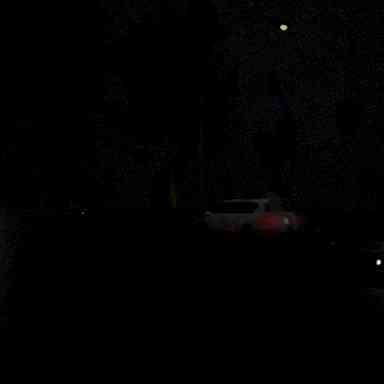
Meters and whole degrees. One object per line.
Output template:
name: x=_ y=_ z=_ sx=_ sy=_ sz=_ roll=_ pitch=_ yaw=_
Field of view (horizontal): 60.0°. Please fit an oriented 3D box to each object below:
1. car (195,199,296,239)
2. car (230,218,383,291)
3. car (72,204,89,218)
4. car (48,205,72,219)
car: x=2.397 y=1.352 z=16.118 sx=2.150 sy=2.045 sz=5.566 roll=0 pitch=-1 yaw=-35
car: x=3.454 y=1.647 z=9.443 sx=1.895 sy=1.301 sz=4.718 roll=0 pitch=-1 yaw=-35
car: x=-13.494 y=2.153 z=38.922 sx=1.837 sy=1.490 sz=4.892 roll=0 pitch=-1 yaw=-35
car: x=-15.021 y=2.170 z=36.007 sx=2.033 sy=1.411 sz=5.357 roll=0 pitch=-1 yaw=-34
